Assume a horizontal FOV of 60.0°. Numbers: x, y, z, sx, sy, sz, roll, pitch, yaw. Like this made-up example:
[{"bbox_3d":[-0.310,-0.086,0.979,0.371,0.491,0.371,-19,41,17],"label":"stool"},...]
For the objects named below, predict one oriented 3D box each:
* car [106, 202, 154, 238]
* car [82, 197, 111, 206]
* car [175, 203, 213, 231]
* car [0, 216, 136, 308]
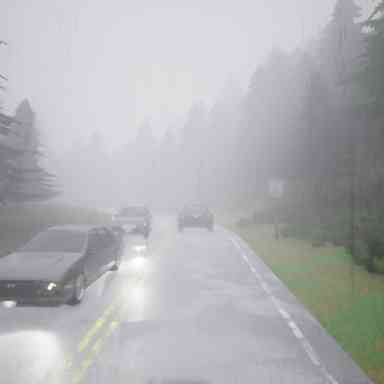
[{"bbox_3d":[-3.140,1.570,18.347,2.128,1.511,4.902,1,0,-3],"label":"car"},{"bbox_3d":[-12.989,1.402,44.851,5.008,1.535,1.882,2,-3,39],"label":"car"},{"bbox_3d":[0.024,1.494,21.608,2.097,1.767,4.553,1,-1,-6],"label":"car"},{"bbox_3d":[-3.078,1.575,8.426,2.033,1.411,5.357,0,0,2],"label":"car"}]
